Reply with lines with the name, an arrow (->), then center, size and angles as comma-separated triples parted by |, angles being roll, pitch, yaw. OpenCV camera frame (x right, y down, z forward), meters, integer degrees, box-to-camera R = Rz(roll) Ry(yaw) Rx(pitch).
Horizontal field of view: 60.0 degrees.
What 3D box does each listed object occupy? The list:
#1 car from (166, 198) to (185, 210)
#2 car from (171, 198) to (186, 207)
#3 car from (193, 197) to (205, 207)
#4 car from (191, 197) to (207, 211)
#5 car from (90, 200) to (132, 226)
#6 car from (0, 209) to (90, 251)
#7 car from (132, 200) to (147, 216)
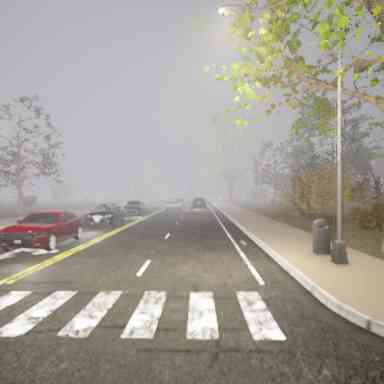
car -> -2.320, 1.699, 43.581 | 1.895, 1.301, 4.718 | 0, 0, 1
car -> -2.093, 1.654, 53.551 | 2.033, 1.411, 5.357 | 0, 0, 1
car -> 1.156, 1.579, 53.477 | 1.882, 1.535, 5.008 | 0, 0, 1
car -> 0.927, 1.445, 43.414 | 2.097, 1.767, 4.553 | 0, 0, 1
car -> -6.100, 1.571, 24.065 | 2.128, 1.511, 4.902 | 0, 0, 1
car -> -6.317, 1.541, 14.591 | 1.882, 1.535, 5.008 | 0, 0, 1
car -> -5.871, 1.599, 34.251 | 1.837, 1.490, 4.892 | 0, 0, 2
